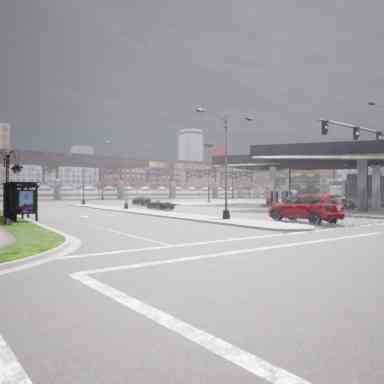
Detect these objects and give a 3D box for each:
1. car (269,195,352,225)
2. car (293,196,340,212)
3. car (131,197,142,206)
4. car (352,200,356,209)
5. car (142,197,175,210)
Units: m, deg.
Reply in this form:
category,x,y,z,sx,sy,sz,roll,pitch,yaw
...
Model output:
category,x,y,z,sx,sy,sz,roll,pitch,yaw
car,8.200,1.221,24.163,2.150,2.045,5.566,0,0,-35
car,14.306,1.295,38.319,2.242,1.667,4.611,0,0,-35
car,-8.138,1.505,53.675,1.837,1.490,4.892,0,0,-35
car,18.580,1.456,42.233,1.970,1.475,3.806,0,0,-35
car,-4.070,1.601,41.734,1.895,1.301,4.718,0,0,-35
